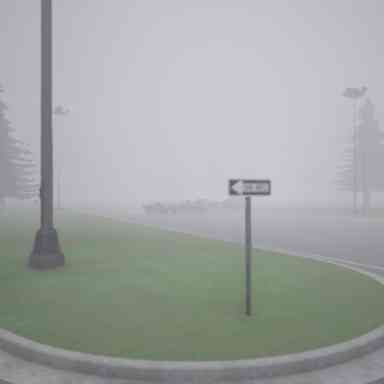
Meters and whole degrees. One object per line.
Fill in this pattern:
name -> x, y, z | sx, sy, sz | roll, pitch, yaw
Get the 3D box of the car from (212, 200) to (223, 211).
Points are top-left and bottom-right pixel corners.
car -> 1.274, 1.496, 39.366 | 1.812, 1.442, 4.674 | 0, 0, -33

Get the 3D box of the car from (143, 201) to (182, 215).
car -> -3.262, 1.580, 33.480 | 1.895, 1.301, 4.718 | 0, 0, -32

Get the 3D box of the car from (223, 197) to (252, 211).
car -> 5.022, 1.317, 40.021 | 2.097, 1.767, 4.553 | 0, 0, -32

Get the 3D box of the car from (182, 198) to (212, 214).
car -> -0.308, 1.575, 35.360 | 1.895, 1.301, 4.718 | 0, 0, -32
